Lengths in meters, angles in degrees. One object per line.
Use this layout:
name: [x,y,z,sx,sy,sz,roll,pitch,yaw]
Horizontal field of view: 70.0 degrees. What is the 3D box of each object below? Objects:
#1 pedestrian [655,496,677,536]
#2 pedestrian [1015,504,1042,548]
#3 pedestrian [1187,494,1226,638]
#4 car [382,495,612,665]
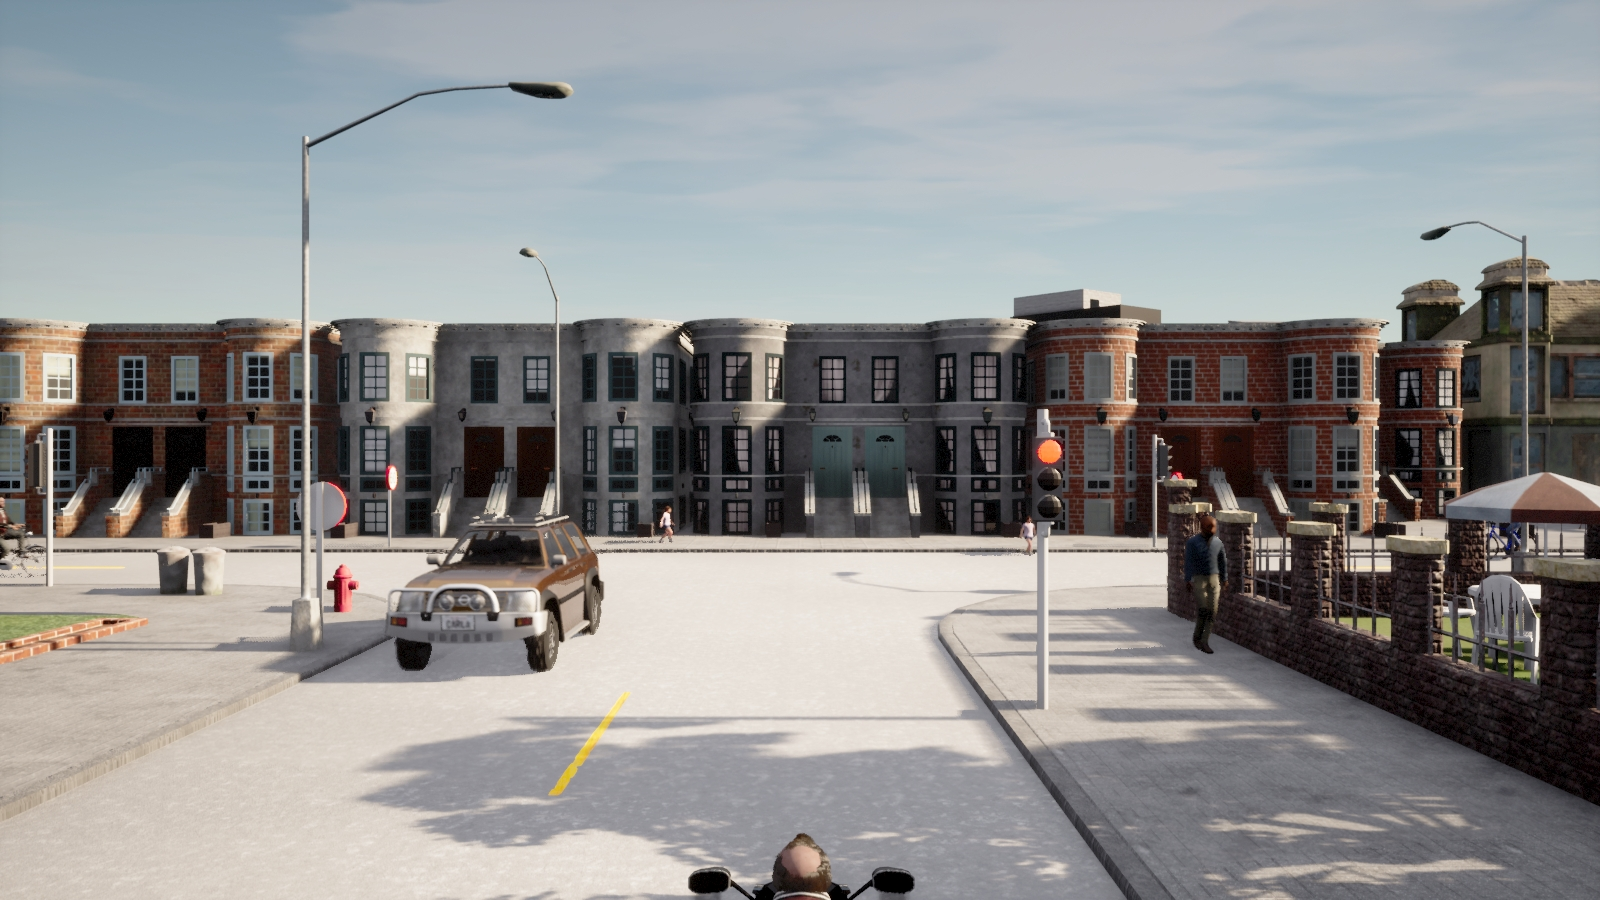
pedestrian: [-3.839,1.891,32.791,0.500,1.100,0.500,0,0,12]
pedestrian: [5.997,1.996,30.028,0.500,1.100,0.500,0,0,-21]
pedestrian: [5.335,1.509,15.010,0.375,1.860,0.375,0,0,-2]
car: [-3.987,1.637,15.896,1.932,1.855,4.605,0,0,1]
